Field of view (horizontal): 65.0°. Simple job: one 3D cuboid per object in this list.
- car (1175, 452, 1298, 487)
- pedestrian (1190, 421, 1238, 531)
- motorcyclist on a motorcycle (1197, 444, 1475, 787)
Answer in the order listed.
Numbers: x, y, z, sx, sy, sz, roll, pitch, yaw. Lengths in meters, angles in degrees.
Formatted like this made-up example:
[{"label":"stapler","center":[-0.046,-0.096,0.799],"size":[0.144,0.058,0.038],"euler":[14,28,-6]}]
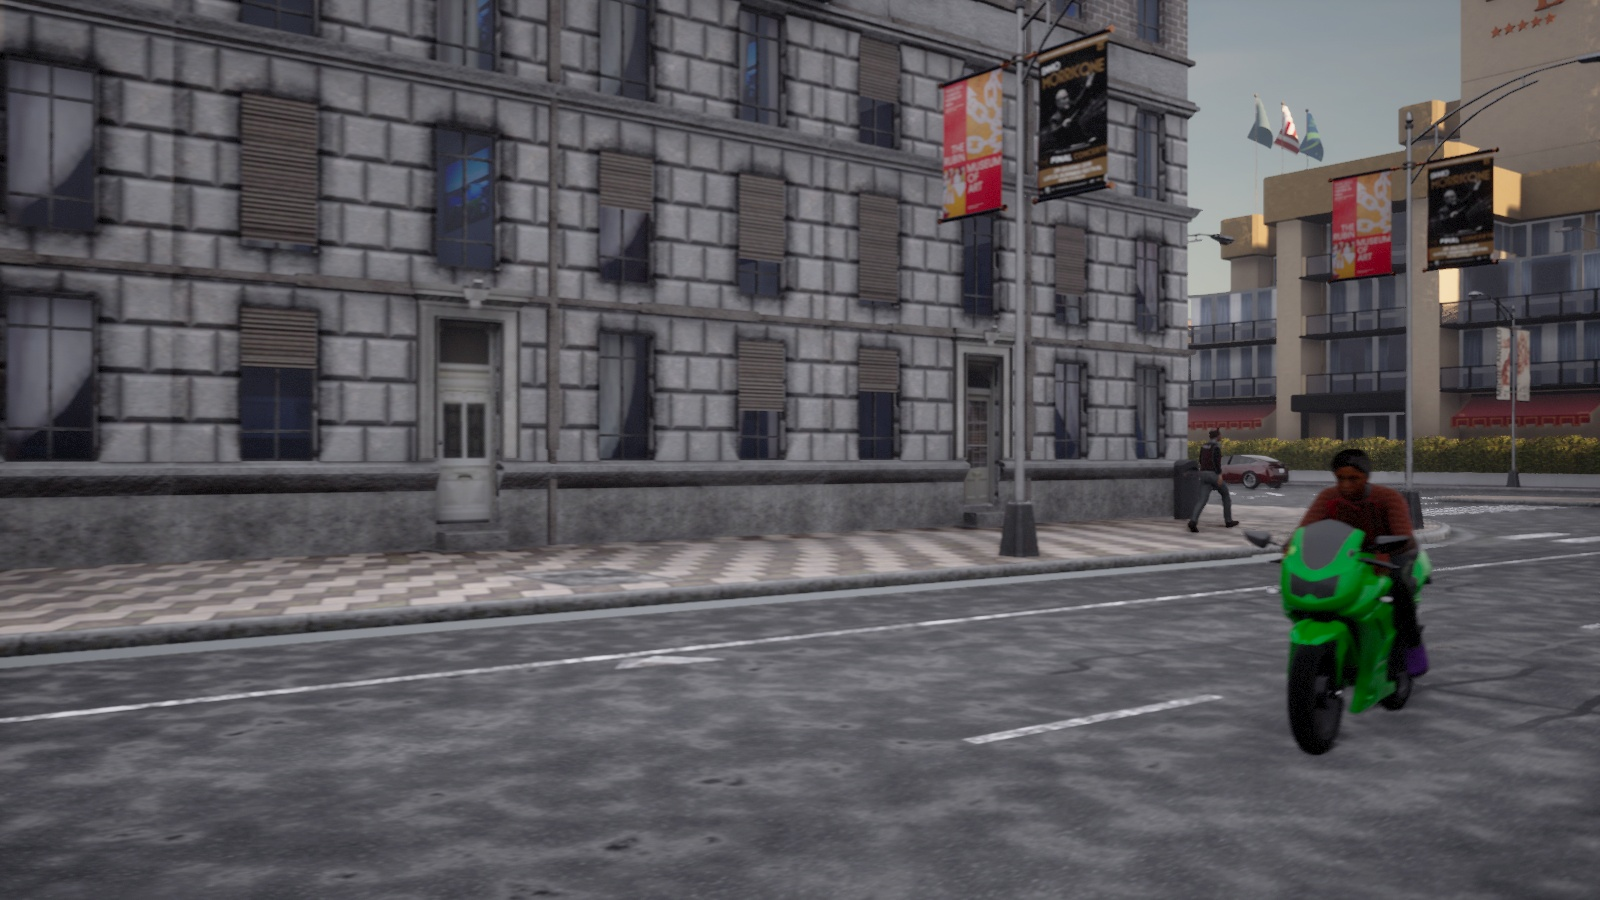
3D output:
[{"label":"car","center":[19.318,0.851,55.775],"size":[2.163,1.488,4.792],"euler":[0,0,-37]},{"label":"pedestrian","center":[7.091,0.444,21.493],"size":[0.720,1.854,0.376],"euler":[0,0,-26]},{"label":"motorcyclist on a motorcycle","center":[2.888,0.738,6.630],"size":[0.797,1.523,2.044],"euler":[0,0,40]}]
